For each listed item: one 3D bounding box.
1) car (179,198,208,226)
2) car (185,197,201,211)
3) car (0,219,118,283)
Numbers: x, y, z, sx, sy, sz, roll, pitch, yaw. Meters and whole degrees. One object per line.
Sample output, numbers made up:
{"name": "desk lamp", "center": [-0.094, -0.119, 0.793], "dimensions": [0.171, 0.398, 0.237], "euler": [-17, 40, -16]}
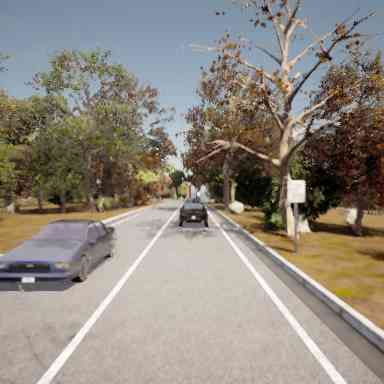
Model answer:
{"name": "car", "center": [0.100, 1.441, 23.332], "dimensions": [1.882, 1.535, 5.008], "euler": [0, 0, 0]}
{"name": "car", "center": [0.099, 1.464, 41.695], "dimensions": [1.837, 1.490, 4.892], "euler": [0, 0, 0]}
{"name": "car", "center": [-3.592, 1.545, 9.964], "dimensions": [2.033, 1.411, 5.357], "euler": [0, 0, 0]}
